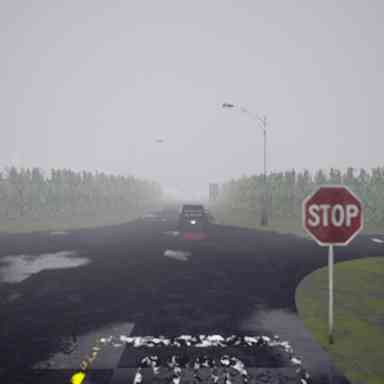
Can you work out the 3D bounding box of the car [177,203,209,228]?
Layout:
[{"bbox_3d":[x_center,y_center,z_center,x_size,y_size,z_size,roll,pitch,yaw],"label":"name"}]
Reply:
[{"bbox_3d":[0.071,1.495,21.895,1.837,1.490,4.892,0,0,0],"label":"car"}]
